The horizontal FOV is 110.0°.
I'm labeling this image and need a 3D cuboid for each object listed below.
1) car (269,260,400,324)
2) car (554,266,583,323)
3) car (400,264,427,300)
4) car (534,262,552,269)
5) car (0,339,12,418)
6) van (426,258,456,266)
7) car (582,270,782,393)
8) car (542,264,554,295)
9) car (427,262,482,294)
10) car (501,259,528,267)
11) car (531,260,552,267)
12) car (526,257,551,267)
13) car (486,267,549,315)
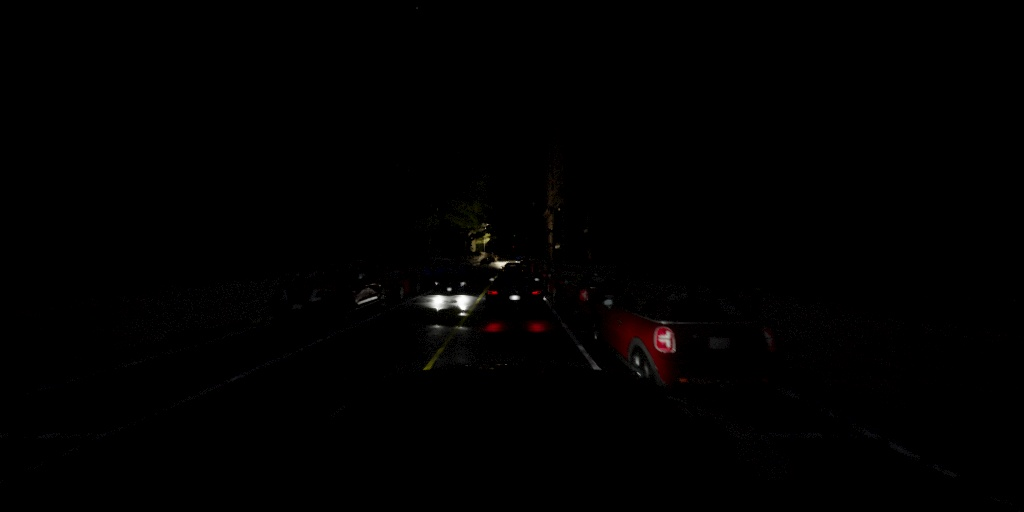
[{"bbox_3d":[-5.768,1.051,12.136,2.192,1.841,5.009,0,0,0],"label":"car"},{"bbox_3d":[2.758,1.176,12.127,1.967,1.591,4.097,0,0,0],"label":"car"},{"bbox_3d":[-5.770,1.275,17.561,1.888,1.381,4.507,0,0,0],"label":"car"},{"bbox_3d":[2.753,1.274,22.977,2.007,1.370,4.403,0,0,0],"label":"car"},{"bbox_3d":[-5.763,1.065,1.284,2.192,1.841,5.009,0,0,0],"label":"car"},{"bbox_3d":[-5.774,1.059,28.414,1.690,1.789,3.998,0,0,0],"label":"van"},{"bbox_3d":[2.760,1.183,6.702,1.967,1.591,4.097,0,0,0],"label":"car"},{"bbox_3d":[2.754,1.275,17.552,1.888,1.381,4.507,0,0,0],"label":"car"},{"bbox_3d":[-3.109,1.274,20.444,2.033,1.411,5.357,0,0,0],"label":"car"},{"bbox_3d":[0.086,1.243,29.249,1.812,1.442,4.674,0,0,0],"label":"car"},{"bbox_3d":[2.751,1.243,28.572,1.751,1.417,4.829,0,0,0],"label":"car"},{"bbox_3d":[2.749,1.026,33.828,2.192,1.841,5.009,0,0,0],"label":"car"},{"bbox_3d":[0.092,1.299,13.421,1.994,1.385,4.181,0,0,0],"label":"car"}]
